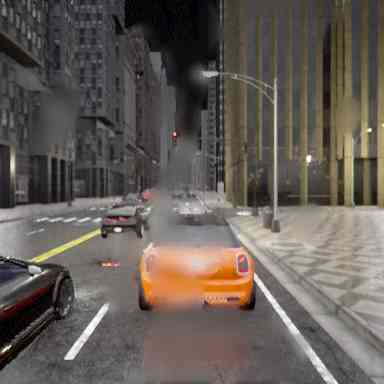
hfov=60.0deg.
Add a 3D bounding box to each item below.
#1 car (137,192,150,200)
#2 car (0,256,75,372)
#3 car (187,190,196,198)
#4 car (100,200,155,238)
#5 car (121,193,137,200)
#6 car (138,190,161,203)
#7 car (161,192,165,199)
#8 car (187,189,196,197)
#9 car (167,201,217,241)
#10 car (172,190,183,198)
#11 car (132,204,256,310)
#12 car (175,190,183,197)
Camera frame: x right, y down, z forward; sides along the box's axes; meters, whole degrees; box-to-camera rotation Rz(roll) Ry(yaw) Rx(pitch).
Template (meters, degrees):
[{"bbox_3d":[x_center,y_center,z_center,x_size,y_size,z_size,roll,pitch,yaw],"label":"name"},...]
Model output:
[{"bbox_3d":[-9.835,0.783,68.146,1.994,1.385,4.181,0,1,0],"label":"car"},{"bbox_3d":[-3.155,1.522,4.473,1.994,1.385,4.181,0,1,0],"label":"car"},{"bbox_3d":[-0.089,0.666,74.324,1.812,1.442,4.674,0,1,0],"label":"car"},{"bbox_3d":[-3.167,1.341,16.577,1.837,1.490,4.892,0,1,0],"label":"car"},{"bbox_3d":[-9.889,0.927,52.690,1.837,1.490,4.892,0,1,0],"label":"car"},{"bbox_3d":[-6.641,0.638,53.018,2.150,2.045,5.566,0,1,0],"label":"car"},{"bbox_3d":[-6.586,0.748,68.528,1.812,1.442,4.674,0,1,0],"label":"car"},{"bbox_3d":[-0.101,0.211,84.294,2.097,1.767,4.553,0,1,0],"label":"car"},{"bbox_3d":[0.012,1.326,16.784,2.128,1.511,4.902,0,1,1],"label":"car"},{"bbox_3d":[-3.339,0.497,74.287,2.097,1.767,4.553,0,1,0],"label":"car"},{"bbox_3d":[0.095,1.278,7.777,2.097,1.767,4.553,0,1,0],"label":"car"},{"bbox_3d":[-3.351,0.356,84.322,1.837,1.490,4.892,0,1,0],"label":"car"}]
